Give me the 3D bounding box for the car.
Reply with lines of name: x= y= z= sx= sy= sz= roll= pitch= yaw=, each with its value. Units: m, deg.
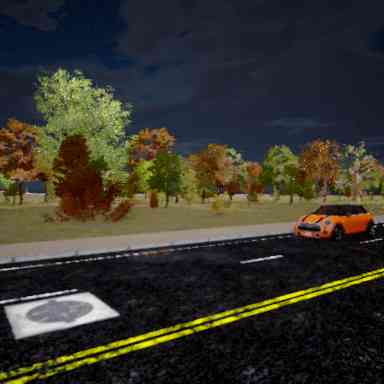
car: x=7.238 y=1.394 z=16.853 sx=4.553 sy=1.767 sz=2.097 roll=0 pitch=0 yaw=-36
